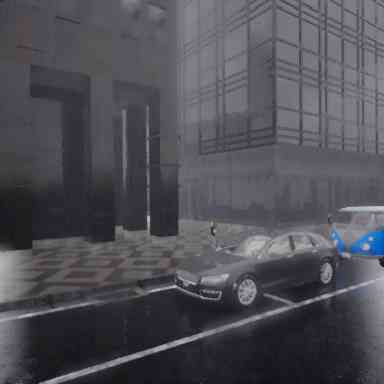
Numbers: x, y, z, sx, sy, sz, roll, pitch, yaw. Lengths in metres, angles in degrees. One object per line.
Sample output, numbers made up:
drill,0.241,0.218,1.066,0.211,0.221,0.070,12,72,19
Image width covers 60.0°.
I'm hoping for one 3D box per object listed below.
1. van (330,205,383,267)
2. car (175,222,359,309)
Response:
van,6.239,1.335,10.995,3.998,1.788,1.690,0,-1,-35
car,1.661,1.547,7.727,4.403,1.369,2.008,0,-1,-35
